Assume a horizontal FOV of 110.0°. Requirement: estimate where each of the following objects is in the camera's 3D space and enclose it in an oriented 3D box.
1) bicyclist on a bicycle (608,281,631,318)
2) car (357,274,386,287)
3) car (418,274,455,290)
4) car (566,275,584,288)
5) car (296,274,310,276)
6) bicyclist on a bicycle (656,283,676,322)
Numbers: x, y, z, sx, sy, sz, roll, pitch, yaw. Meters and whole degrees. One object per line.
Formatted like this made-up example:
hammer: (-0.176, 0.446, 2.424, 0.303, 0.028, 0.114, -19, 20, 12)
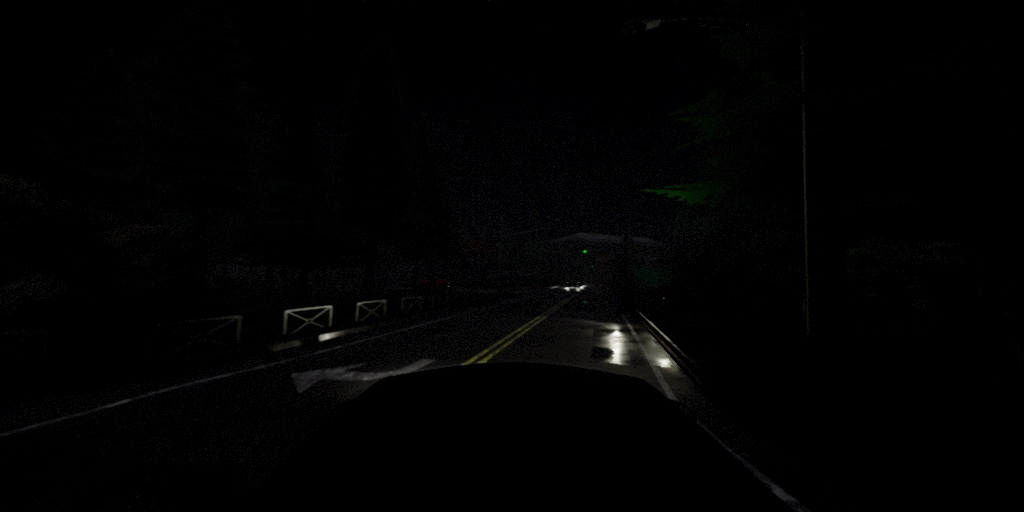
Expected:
bicyclist on a bicycle: (4.864, 1.956, 16.143, 1.656, 1.620, 0.582, 3, -4, -37)
car: (-18.247, 3.044, 45.299, 4.553, 1.767, 2.097, 1, -3, 15)
car: (-9.099, 3.129, 42.968, 4.553, 1.767, 2.097, 1, -3, 14)
car: (10.005, 4.218, 58.205, 2.097, 1.767, 4.553, 1, -3, 14)
car: (-27.951, 3.141, 48.016, 4.674, 1.442, 1.812, 0, -3, 18)
bicyclist on a bicycle: (6.436, 1.929, 14.907, 1.656, 1.620, 0.582, 4, -4, -40)
